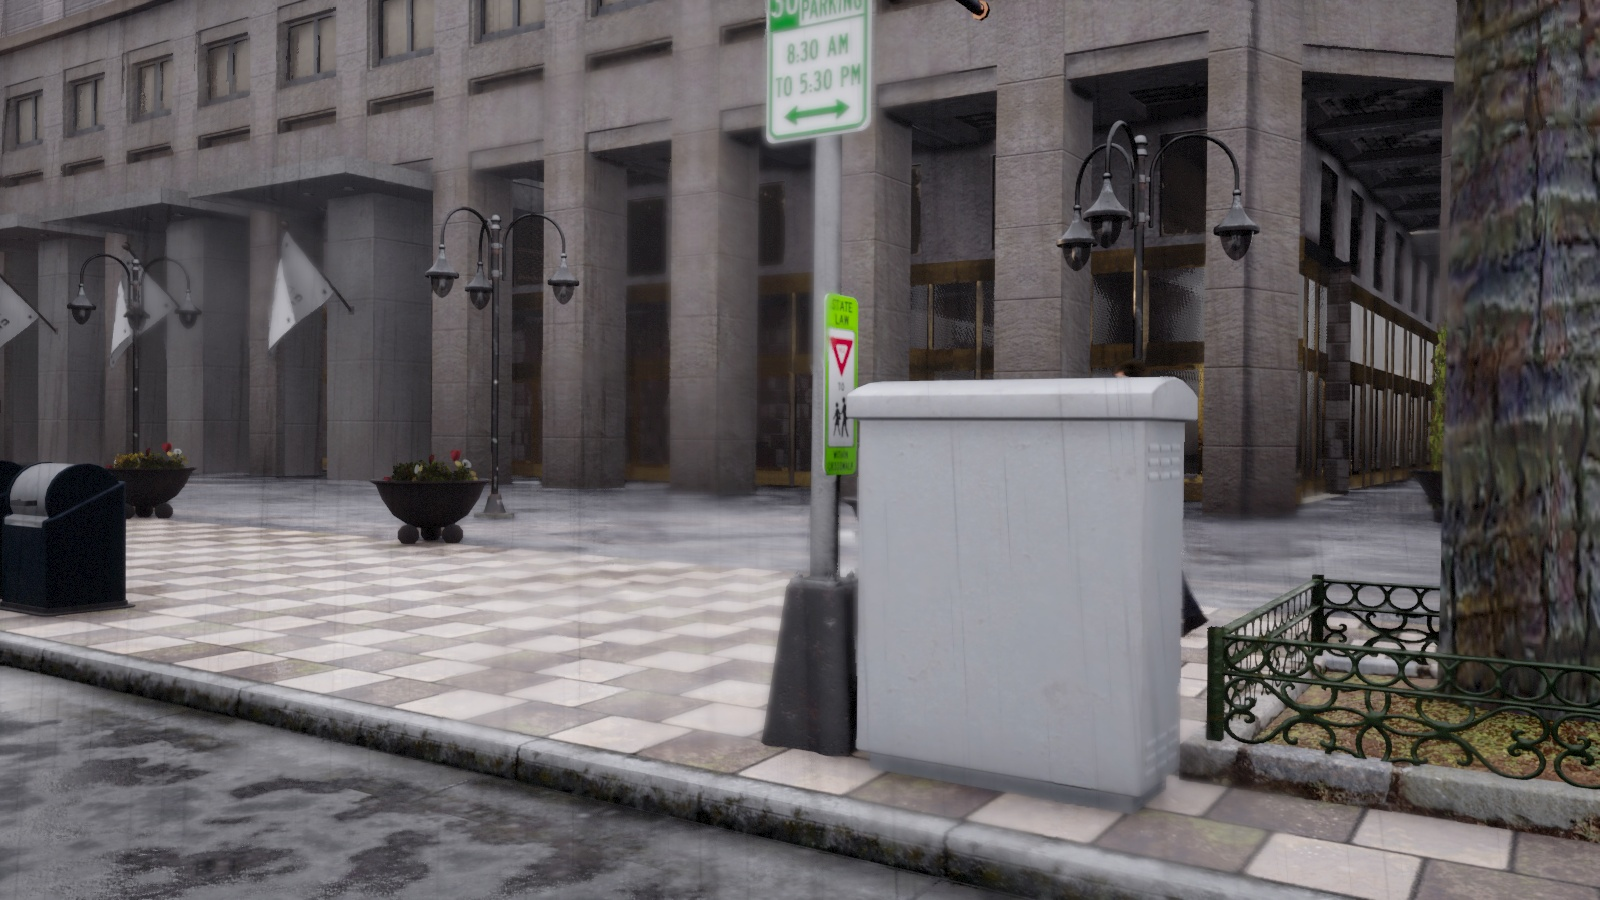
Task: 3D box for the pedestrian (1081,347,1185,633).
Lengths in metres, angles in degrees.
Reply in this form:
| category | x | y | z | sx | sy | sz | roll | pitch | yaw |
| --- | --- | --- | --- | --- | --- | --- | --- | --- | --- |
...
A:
| category | x | y | z | sx | sy | sz | roll | pitch | yaw |
| --- | --- | --- | --- | --- | --- | --- | --- | --- | --- |
| pedestrian | 2.215 | 0.254 | 8.358 | 0.594 | 1.836 | 0.345 | 0 | 1 | 29 |
